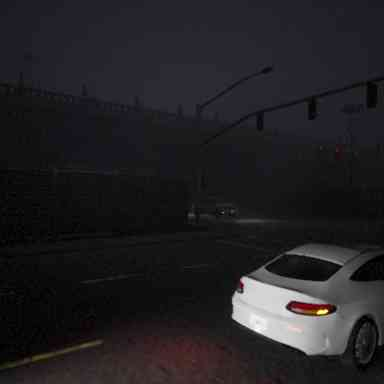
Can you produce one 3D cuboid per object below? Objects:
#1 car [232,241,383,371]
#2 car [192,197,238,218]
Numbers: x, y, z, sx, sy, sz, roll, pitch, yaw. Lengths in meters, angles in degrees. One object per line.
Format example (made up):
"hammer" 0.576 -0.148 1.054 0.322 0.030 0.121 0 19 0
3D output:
"car" 2.767 1.591 5.741 4.674 1.442 1.812 1 -1 -35
"car" 2.247 1.532 34.082 2.150 2.045 5.566 1 0 -36
